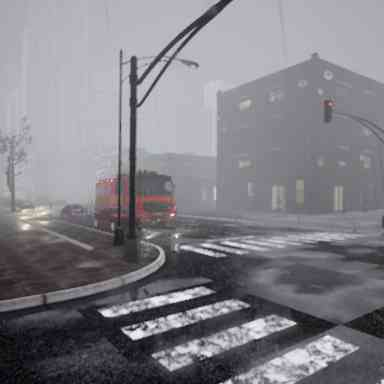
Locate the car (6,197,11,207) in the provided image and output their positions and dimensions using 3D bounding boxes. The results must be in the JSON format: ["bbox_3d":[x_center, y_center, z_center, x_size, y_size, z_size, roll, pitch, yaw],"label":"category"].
[{"bbox_3d":[-30.138,1.940,57.035,1.887,1.381,4.507,0,-1,-35],"label":"car"}]

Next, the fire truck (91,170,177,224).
[{"bbox_3d":[-4.593,0.411,25.090,2.891,3.827,8.468,1,-1,-35],"label":"fire truck"}]

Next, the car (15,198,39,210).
[{"bbox_3d":[-23.760,1.820,47.784,1.752,1.417,4.829,0,-1,-35],"label":"car"}]

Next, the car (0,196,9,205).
[{"bbox_3d":[-36.281,2.058,65.868,1.947,1.339,4.313,0,-1,-35],"label":"car"}]

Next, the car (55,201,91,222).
[{"bbox_3d":[-9.663,1.660,27.420,1.802,1.307,4.206,0,-1,-35],"label":"car"}]

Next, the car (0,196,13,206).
[{"bbox_3d":[-39.443,1.857,70.410,2.192,1.841,5.009,0,-1,-35],"label":"car"}]

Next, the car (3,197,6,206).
[{"bbox_3d":[-33.118,2.008,61.328,1.947,1.339,4.313,0,-1,-35],"label":"car"}]

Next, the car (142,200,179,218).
[{"bbox_3d":[-3.203,1.616,33.261,1.967,1.590,4.097,0,-1,-35],"label":"car"}]

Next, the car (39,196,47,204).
[{"bbox_3d":[-35.727,1.993,79.738,2.192,1.841,5.009,0,-1,-35],"label":"car"}]

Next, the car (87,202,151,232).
[{"bbox_3d":[-4.519,1.546,20.034,1.887,1.381,4.507,0,-1,-35],"label":"car"}]

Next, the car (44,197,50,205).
[{"bbox_3d":[-29.402,2.159,70.655,1.802,1.307,4.206,0,-1,-35],"label":"car"}]

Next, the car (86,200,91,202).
[{"bbox_3d":[-15.855,1.892,51.324,1.752,1.417,4.829,0,-1,-35],"label":"car"}]

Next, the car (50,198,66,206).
[{"bbox_3d":[-26.241,1.968,66.116,1.967,1.590,4.097,0,-1,-35],"label":"car"}]

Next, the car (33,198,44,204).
[{"bbox_3d":[-38.986,2.255,84.416,1.752,1.417,4.829,0,-1,-35],"label":"car"}]
